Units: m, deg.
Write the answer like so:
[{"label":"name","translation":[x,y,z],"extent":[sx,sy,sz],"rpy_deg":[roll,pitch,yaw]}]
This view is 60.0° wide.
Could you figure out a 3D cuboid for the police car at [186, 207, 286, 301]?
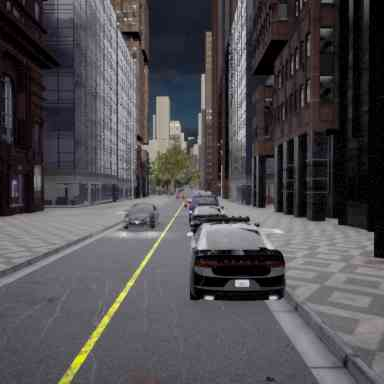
[{"label":"police car","translation":[0.891,1.421,8.499],"extent":[1.930,1.638,5.238],"rpy_deg":[0,0,0]}]

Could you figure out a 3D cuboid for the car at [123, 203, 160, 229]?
[{"label":"car","translation":[-3.126,1.491,21.347],"extent":[1.837,1.490,4.892],"rpy_deg":[0,0,0]}]

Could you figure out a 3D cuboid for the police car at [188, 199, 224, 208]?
[{"label":"police car","translation":[0.879,1.414,18.500],"extent":[1.930,1.638,5.238],"rpy_deg":[0,0,0]}]

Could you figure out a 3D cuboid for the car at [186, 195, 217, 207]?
[{"label":"car","translation":[0.873,1.208,24.419],"extent":[2.150,2.045,5.566],"rpy_deg":[0,0,0]}]

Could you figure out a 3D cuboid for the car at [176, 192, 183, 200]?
[{"label":"car","translation":[-3.101,1.054,89.778],"extent":[2.150,2.045,5.566],"rpy_deg":[0,0,0]}]

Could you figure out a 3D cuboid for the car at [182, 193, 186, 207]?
[{"label":"car","translation":[-0.006,1.302,48.728],"extent":[2.097,1.767,4.553],"rpy_deg":[0,0,0]}]
